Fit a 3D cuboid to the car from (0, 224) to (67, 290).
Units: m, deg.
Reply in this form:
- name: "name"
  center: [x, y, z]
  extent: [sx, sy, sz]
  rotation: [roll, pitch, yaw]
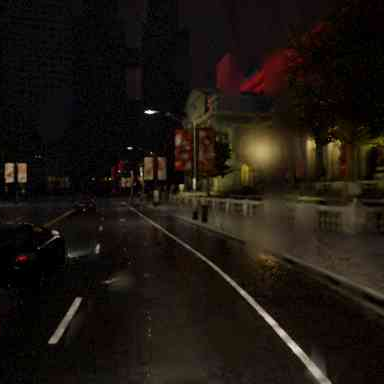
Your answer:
- name: "car"
  center: [-4.677, 1.555, 8.933]
  extent: [1.994, 1.385, 4.181]
  rotation: [0, 0, -11]

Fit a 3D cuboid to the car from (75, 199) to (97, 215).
- name: "car"
  center: [-10.465, 1.428, 32.906]
  extent: [2.128, 1.511, 4.902]
  rotation: [0, 0, -14]
